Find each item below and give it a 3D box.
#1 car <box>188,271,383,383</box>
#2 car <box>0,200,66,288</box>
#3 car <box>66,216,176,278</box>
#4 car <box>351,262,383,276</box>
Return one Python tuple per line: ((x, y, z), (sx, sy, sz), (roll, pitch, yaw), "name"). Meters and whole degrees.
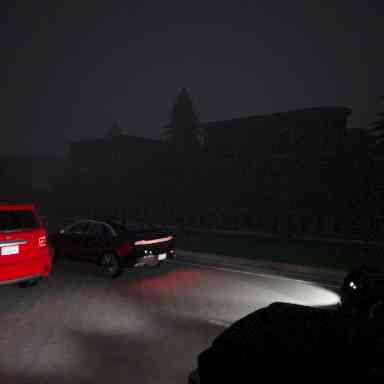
((2.298, 1.601, 2.353), (4.718, 1.301, 1.895), (0, 0, 36), "car")
((-5.675, 1.221, 7.999), (5.566, 2.045, 2.150), (0, 0, 36), "car")
((-2.747, 1.492, 10.199), (4.902, 1.511, 2.128), (0, 0, 36), "car")
((4.533, 1.564, 5.057), (4.181, 1.385, 1.994), (0, 0, 35), "car")
